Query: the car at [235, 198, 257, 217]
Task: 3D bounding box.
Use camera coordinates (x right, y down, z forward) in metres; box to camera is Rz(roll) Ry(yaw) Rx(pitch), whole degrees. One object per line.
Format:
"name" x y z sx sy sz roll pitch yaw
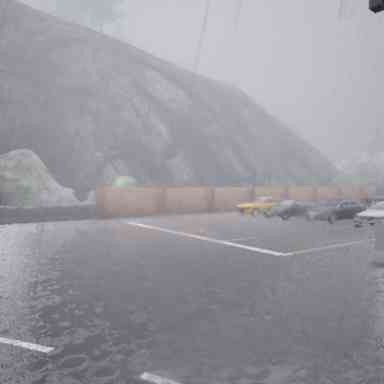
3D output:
"car" 5.854 1.168 27.763 5.008 1.535 1.882 -1 1 -33

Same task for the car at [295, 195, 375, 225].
"car" 9.368 1.202 21.701 4.902 1.511 2.128 -1 1 -33

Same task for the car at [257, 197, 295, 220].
"car" 7.323 1.231 24.537 4.674 1.442 1.812 -1 1 -33

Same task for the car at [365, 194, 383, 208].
"car" 22.133 0.970 38.451 4.674 1.442 1.812 -1 1 -34

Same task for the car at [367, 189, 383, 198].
"car" 18.296 0.757 31.720 5.566 2.045 2.150 -2 1 -33

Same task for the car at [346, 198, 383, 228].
"car" 10.948 1.250 18.550 4.674 1.442 1.812 -1 1 -33

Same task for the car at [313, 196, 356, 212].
"car" 14.264 1.127 33.265 4.181 1.385 1.994 -1 1 -33
